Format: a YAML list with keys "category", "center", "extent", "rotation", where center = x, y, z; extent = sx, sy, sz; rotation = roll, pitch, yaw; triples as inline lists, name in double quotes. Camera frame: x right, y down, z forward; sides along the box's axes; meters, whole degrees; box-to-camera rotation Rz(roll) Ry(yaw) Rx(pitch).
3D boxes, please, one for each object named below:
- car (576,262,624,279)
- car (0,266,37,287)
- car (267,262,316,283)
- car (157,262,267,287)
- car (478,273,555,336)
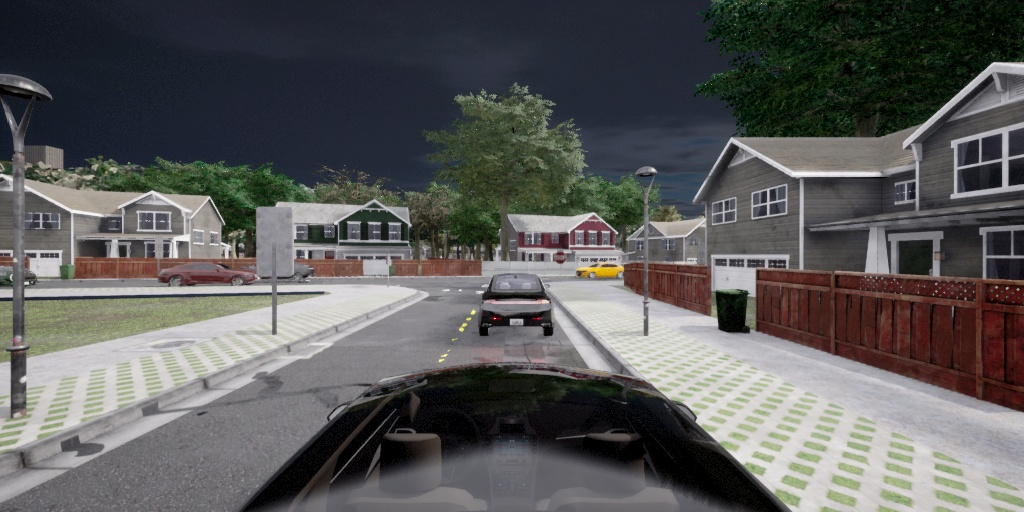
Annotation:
- category: "car"
  center: [8.346, 1.337, 33.465]
  extent: [5.008, 1.535, 1.882]
  rotation: [0, 0, -21]
- category: "car"
  center: [-26.897, 0.776, 17.532]
  extent: [4.553, 1.767, 2.097]
  rotation: [1, 0, -20]
- category: "car"
  center: [-16.247, 1.058, 24.541]
  extent: [4.902, 1.511, 2.128]
  rotation: [1, 0, -20]
- category: "car"
  center: [-17.518, 1.071, 20.948]
  extent: [4.674, 1.442, 1.812]
  rotation: [1, 0, -20]
- category: "car"
  center: [0.104, 1.240, 10.314]
  extent: [2.128, 1.511, 4.902]
  rotation: [0, 0, 0]
